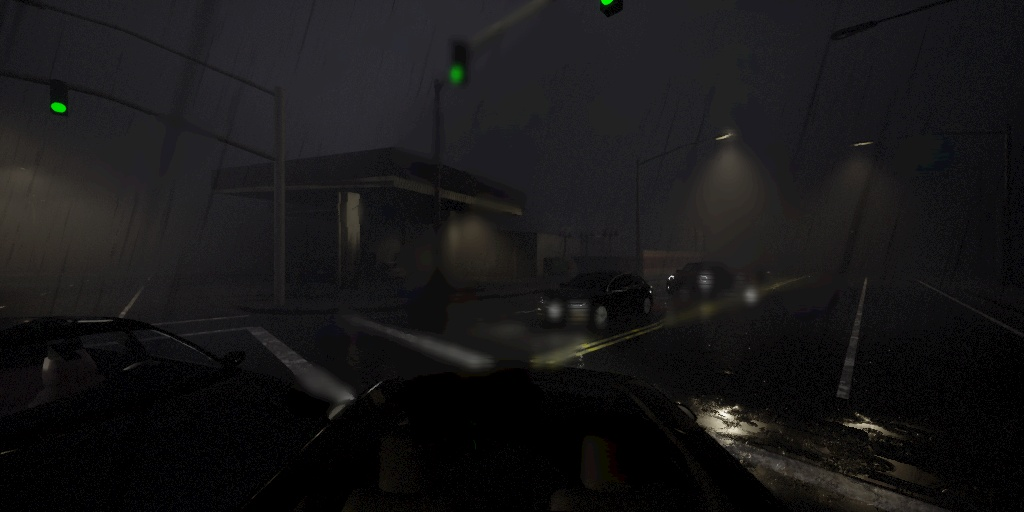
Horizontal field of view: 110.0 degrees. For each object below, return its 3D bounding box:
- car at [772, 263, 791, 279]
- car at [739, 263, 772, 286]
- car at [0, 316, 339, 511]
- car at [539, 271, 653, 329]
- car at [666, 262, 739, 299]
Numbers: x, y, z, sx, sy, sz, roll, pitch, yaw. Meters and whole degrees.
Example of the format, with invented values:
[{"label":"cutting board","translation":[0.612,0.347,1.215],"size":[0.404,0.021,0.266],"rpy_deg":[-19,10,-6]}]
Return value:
[{"label":"car","translation":[23.741,1.314,32.365],"size":[4.181,1.385,1.994],"rpy_deg":[0,0,-45]},{"label":"car","translation":[16.616,1.314,25.303],"size":[1.994,1.385,4.181],"rpy_deg":[0,0,44]},{"label":"car","translation":[-3.424,1.242,2.505],"size":[4.902,1.511,2.128],"rpy_deg":[0,0,15]},{"label":"car","translation":[2.867,1.255,11.530],"size":[1.837,1.490,4.892],"rpy_deg":[0,0,45]},{"label":"car","translation":[9.698,1.102,18.384],"size":[4.553,1.767,2.097],"rpy_deg":[0,0,-45]}]
